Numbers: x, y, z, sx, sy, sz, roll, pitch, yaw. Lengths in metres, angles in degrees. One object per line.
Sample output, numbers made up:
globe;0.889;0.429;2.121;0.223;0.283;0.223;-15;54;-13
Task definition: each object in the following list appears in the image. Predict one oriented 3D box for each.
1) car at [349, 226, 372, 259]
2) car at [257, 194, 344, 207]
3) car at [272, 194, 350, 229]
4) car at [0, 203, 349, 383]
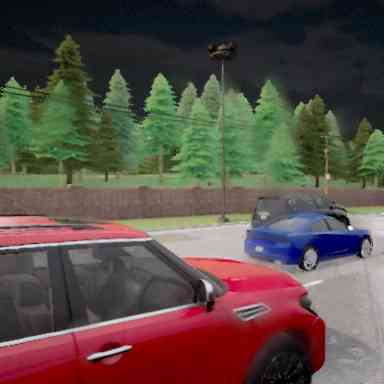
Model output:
car;3.914;1.458;10.835;5.008;1.535;1.882;0;0;-35
car;5.324;1.193;16.140;5.566;2.045;2.150;0;0;-35
car;8.089;1.181;22.410;5.566;2.045;2.150;0;0;-36
car;-1.207;1.220;2.885;5.566;2.045;2.150;0;0;-35
